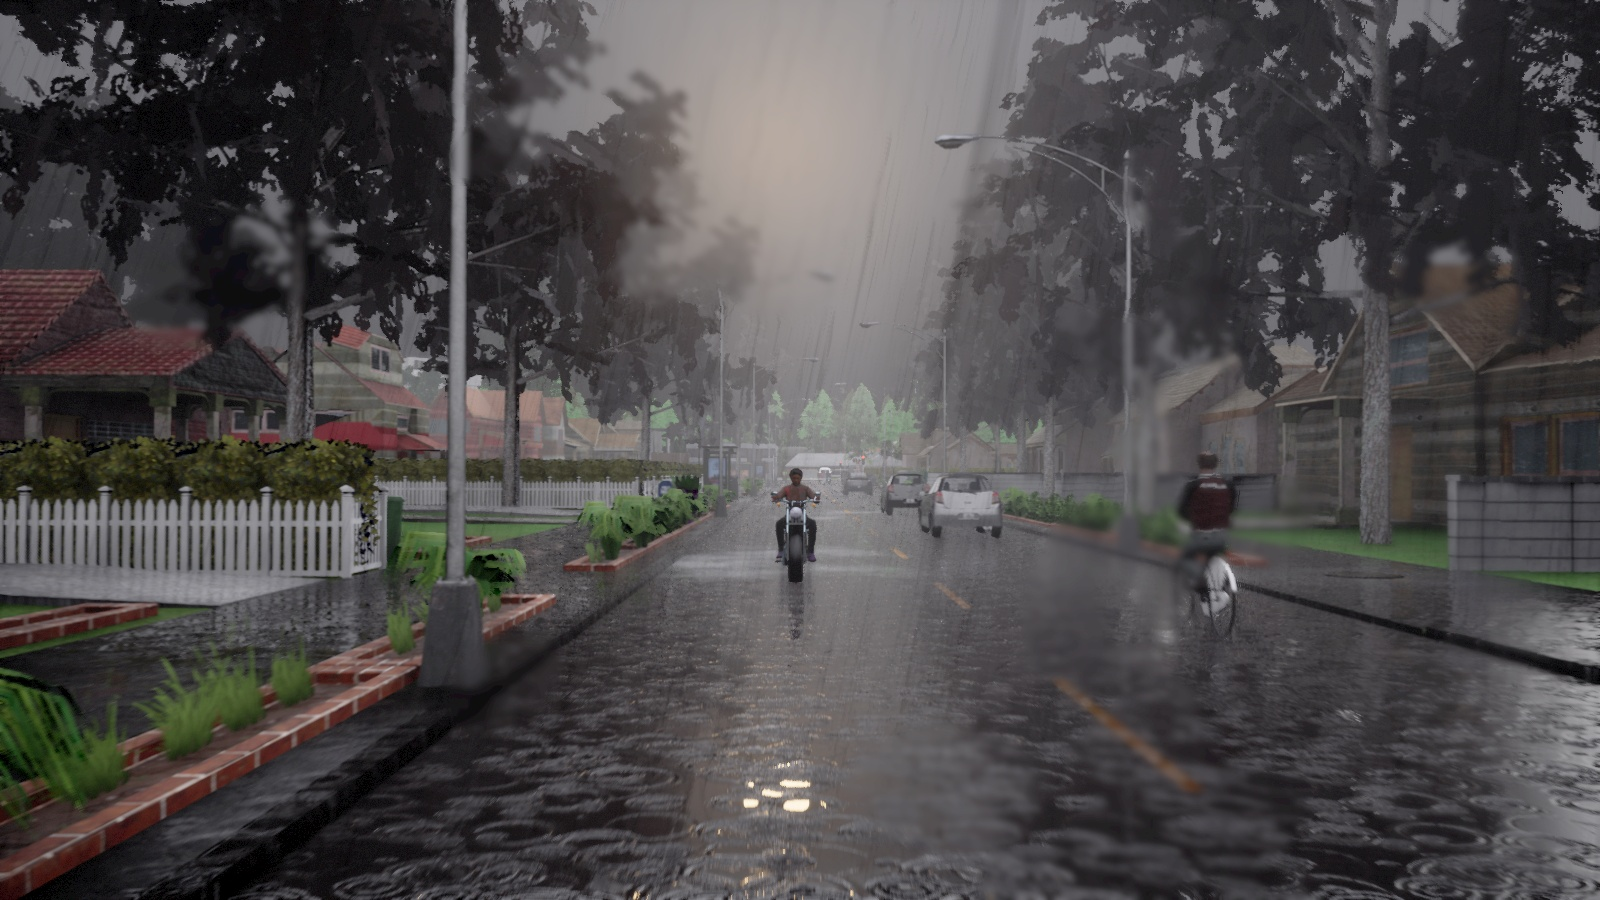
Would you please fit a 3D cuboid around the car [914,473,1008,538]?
[{"bbox_3d":[3.918,1.334,31.139,1.845,1.501,3.633,0,-1,0],"label":"car"}]

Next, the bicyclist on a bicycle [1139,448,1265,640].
[{"bbox_3d":[3.962,0.879,12.522,0.659,1.776,1.843,0,-1,0],"label":"bicyclist on a bicycle"}]

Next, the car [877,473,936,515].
[{"bbox_3d":[3.879,1.587,46.196,1.845,1.501,3.633,0,-1,0],"label":"car"}]

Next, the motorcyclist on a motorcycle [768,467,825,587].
[{"bbox_3d":[-0.048,1.074,18.409,0.766,1.649,2.350,0,-1,0],"label":"motorcyclist on a motorcycle"}]

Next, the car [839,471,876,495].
[{"bbox_3d":[3.792,2.153,83.445,2.128,1.511,4.902,0,-1,-1],"label":"car"}]
